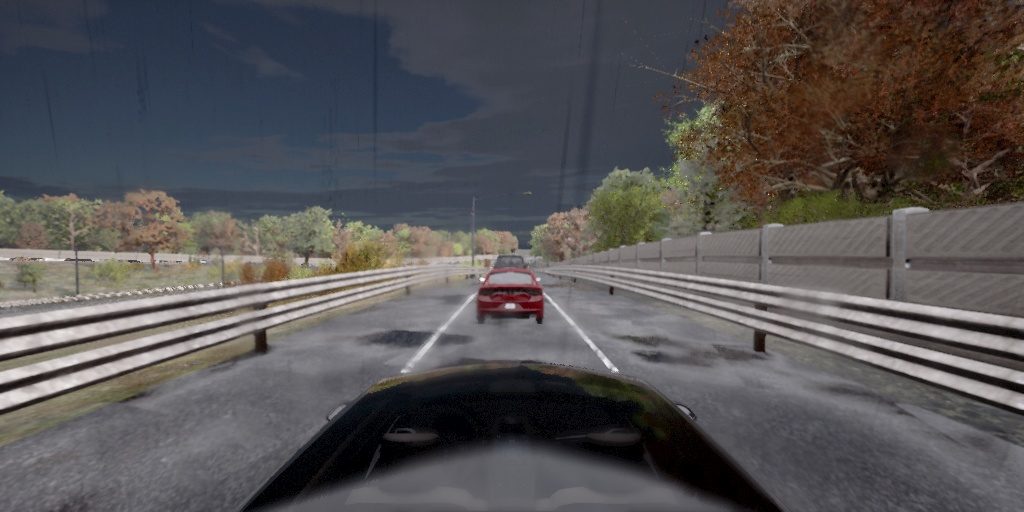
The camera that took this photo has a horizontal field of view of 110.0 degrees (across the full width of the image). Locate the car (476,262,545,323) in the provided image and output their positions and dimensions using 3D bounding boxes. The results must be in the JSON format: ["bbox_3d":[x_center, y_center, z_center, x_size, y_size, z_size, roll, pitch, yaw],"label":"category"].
[{"bbox_3d":[-0.053,1.121,11.635,1.882,1.535,5.008,0,0,0],"label":"car"}]

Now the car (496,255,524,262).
[{"bbox_3d":[-0.073,0.984,23.834,2.150,2.045,5.566,0,-1,1],"label":"car"}]
